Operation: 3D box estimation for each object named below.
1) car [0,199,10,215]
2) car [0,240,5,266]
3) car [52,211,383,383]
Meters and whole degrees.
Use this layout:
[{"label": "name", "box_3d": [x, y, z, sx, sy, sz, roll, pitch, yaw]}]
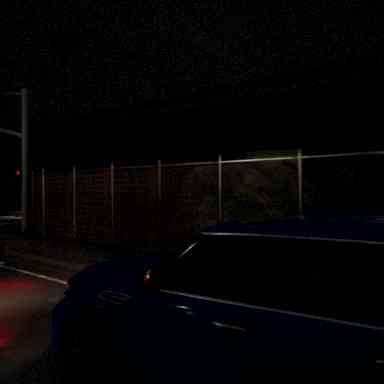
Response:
[{"label": "car", "box_3d": [-20.160, 1.407, 31.891, 2.097, 1.767, 4.553, 0, 0, 37]}, {"label": "car", "box_3d": [-7.061, 1.492, 9.027, 4.902, 1.511, 2.128, 0, 0, 33]}, {"label": "car", "box_3d": [0.953, 1.221, 3.310, 5.566, 2.045, 2.150, 0, 0, 35]}]
